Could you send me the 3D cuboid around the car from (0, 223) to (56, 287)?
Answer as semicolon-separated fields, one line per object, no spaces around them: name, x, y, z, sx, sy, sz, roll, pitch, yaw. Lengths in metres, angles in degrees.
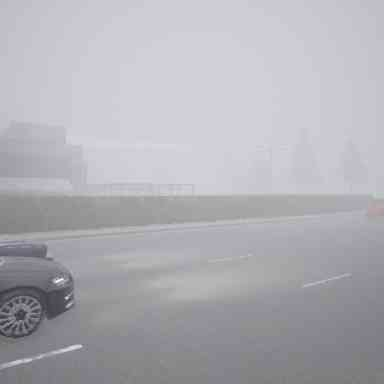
car;-6.005;1.601;8.062;4.718;1.301;1.895;0;0;-35

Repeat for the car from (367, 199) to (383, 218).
car;17.215;1.352;28.914;4.553;1.767;2.097;0;0;-36

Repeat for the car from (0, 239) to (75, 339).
car;-4.338;1.491;4.952;4.902;1.511;2.128;0;0;-35
